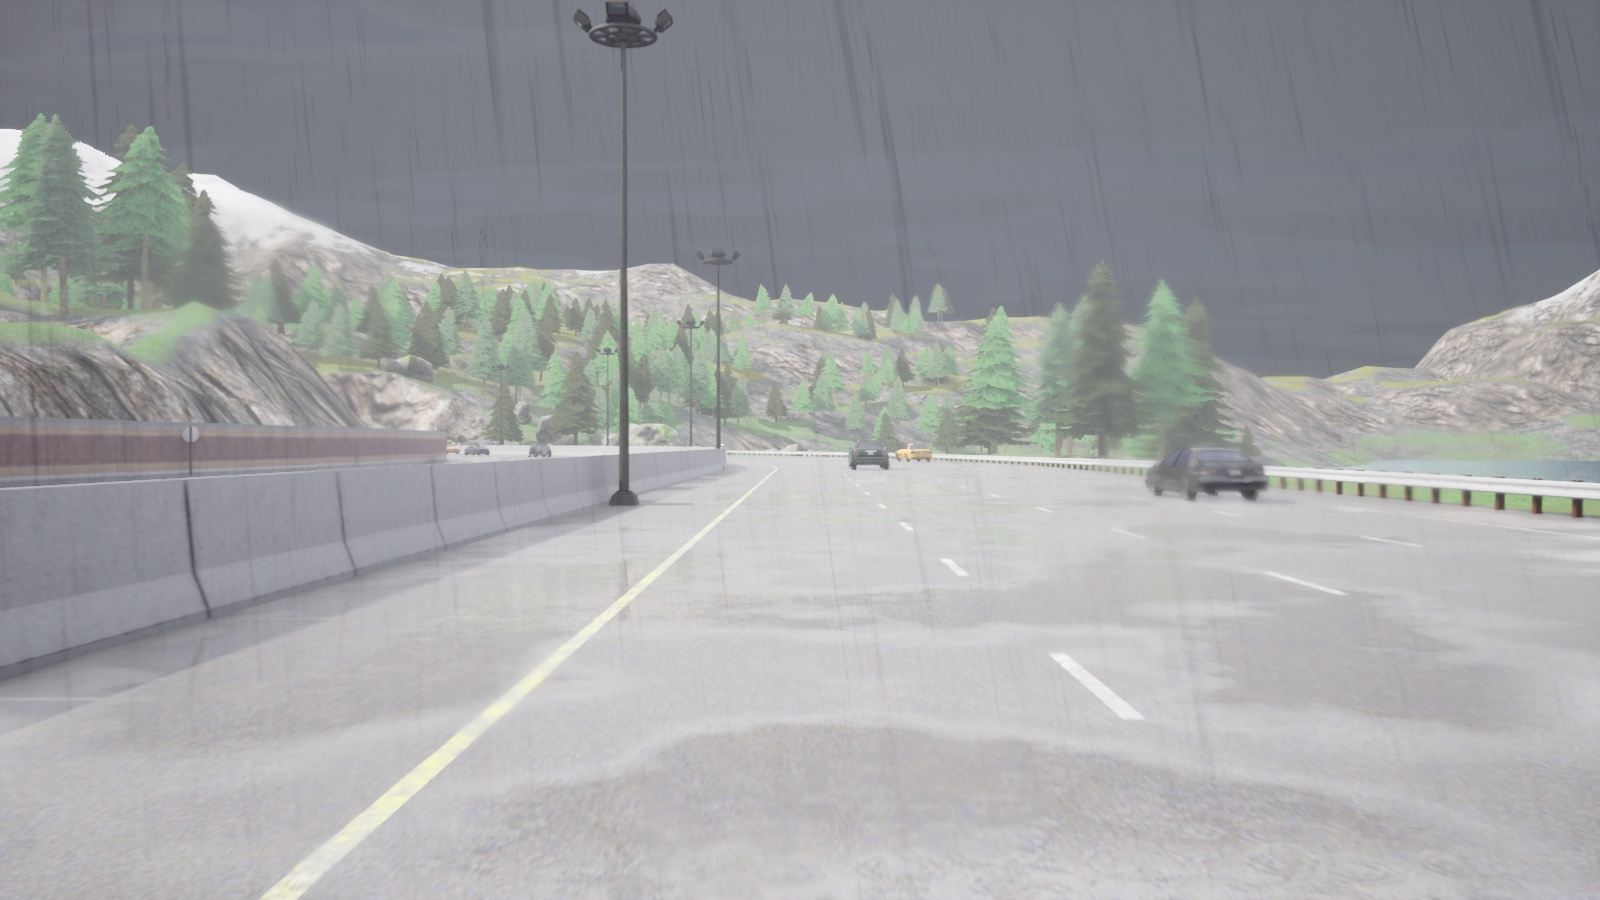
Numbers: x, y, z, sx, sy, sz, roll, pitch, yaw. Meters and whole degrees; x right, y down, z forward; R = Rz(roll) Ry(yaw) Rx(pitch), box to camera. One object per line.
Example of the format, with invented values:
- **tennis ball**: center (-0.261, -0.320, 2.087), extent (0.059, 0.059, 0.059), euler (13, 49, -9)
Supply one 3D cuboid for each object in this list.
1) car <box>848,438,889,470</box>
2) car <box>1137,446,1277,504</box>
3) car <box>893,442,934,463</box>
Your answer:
- **car**: center (3.878, 0.203, 71.879), extent (2.097, 1.767, 4.553), euler (0, 0, -1)
- **car**: center (10.708, 0.614, 33.510), extent (2.033, 1.411, 5.357), euler (0, 0, 0)
- **car**: center (8.694, 0.148, 96.579), extent (1.801, 1.575, 5.366), euler (0, 0, -9)
